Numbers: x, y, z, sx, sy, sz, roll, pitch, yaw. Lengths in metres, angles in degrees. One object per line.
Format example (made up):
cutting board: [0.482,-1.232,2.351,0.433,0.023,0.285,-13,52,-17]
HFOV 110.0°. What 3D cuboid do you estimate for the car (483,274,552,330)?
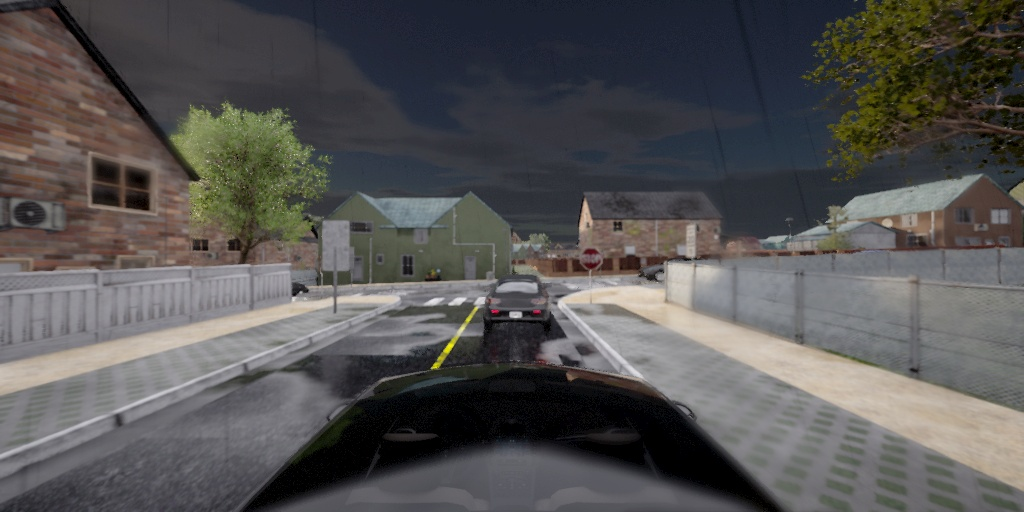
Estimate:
car: [0.244,1.283,11.108,1.812,1.442,4.674,0,0,4]

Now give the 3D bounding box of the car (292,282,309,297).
car: [-14.728,1.798,20.536,5.357,1.411,2.033,-2,0,0]

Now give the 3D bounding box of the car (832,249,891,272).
car: [22.754,0.377,23.185,5.008,1.535,1.882,-2,0,1]

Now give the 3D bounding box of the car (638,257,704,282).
car: [10.700,0.837,23.283,4.892,1.490,1.837,-2,0,0]
